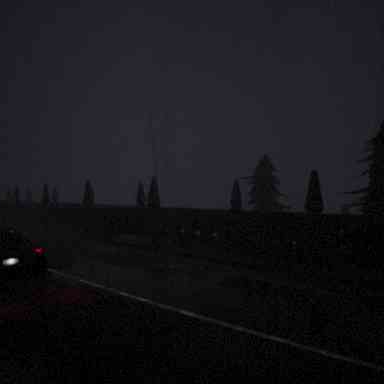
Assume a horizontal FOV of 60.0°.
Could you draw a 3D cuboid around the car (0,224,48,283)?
[{"bbox_3d":[-5.651,1.575,9.014,4.181,1.385,1.994,0,0,42],"label":"car"}]
